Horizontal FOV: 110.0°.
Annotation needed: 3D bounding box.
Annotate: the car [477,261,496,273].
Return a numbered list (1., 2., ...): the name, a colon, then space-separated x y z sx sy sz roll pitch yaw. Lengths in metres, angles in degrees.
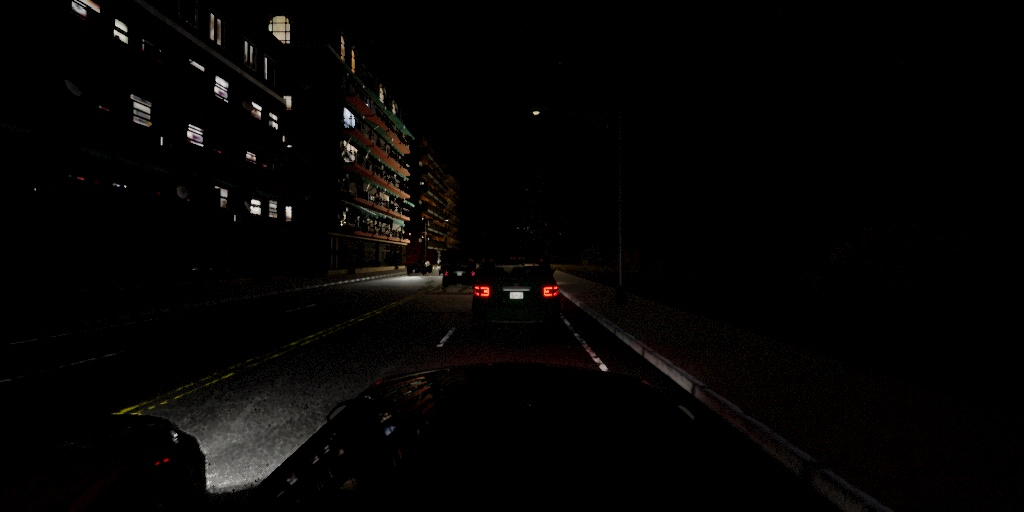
1. car: -3.046 1.351 43.833 1.895 1.301 4.718 0 0 0

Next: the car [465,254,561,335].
1. car: 0.116 0.973 10.687 2.150 2.045 5.566 0 0 0

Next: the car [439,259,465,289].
1. car: -3.097 1.102 23.281 2.097 1.767 4.553 0 0 0

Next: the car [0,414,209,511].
1. car: -3.155 1.314 0.798 1.994 1.385 4.181 0 0 0

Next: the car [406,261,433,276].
1. car: -9.760 1.243 38.133 2.128 1.511 4.902 0 0 0
